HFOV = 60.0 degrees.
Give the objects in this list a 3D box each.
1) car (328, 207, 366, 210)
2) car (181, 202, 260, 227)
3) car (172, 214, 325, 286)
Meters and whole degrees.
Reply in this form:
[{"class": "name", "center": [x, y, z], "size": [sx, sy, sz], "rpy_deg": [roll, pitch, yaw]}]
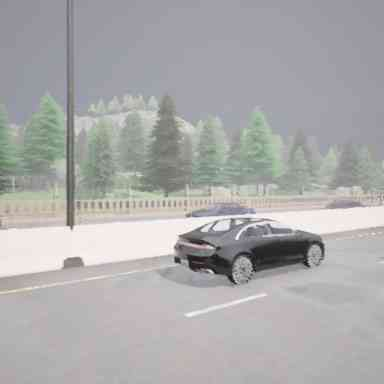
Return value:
[{"class": "car", "center": [11.480, 1.382, 25.284], "size": [4.892, 1.490, 1.837], "rpy_deg": [0, 0, -36]}, {"class": "car", "center": [2.052, 1.453, 22.781], "size": [5.357, 1.411, 2.033], "rpy_deg": [0, 0, -36]}, {"class": "car", "center": [1.780, 1.451, 9.349], "size": [4.902, 1.511, 2.128], "rpy_deg": [0, 0, -36]}]
